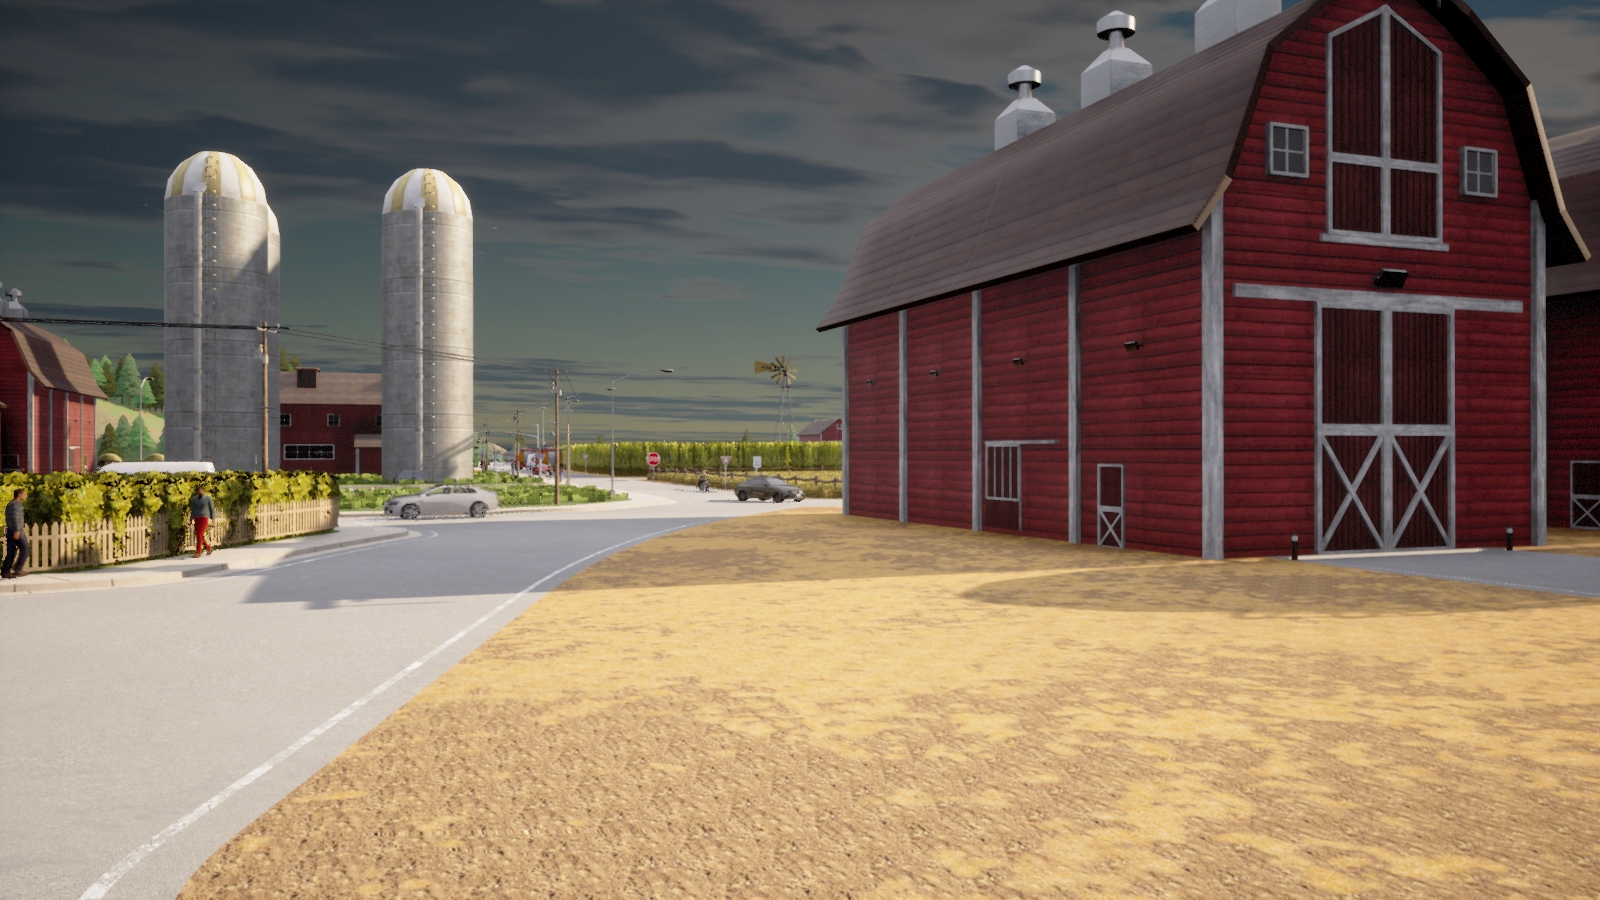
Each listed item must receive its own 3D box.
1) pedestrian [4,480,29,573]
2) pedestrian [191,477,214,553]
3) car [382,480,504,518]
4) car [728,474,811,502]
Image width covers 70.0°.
[{"bbox_3d":[-15.811,1.533,23.066,0.375,1.860,0.375,0,0,-40],"label":"pedestrian"},{"bbox_3d":[-14.866,1.602,28.416,0.375,1.860,0.375,0,0,3],"label":"pedestrian"},{"bbox_3d":[-15.715,2.118,50.323,4.902,1.511,2.128,0,0,-25],"label":"car"},{"bbox_3d":[-1.805,2.143,65.943,4.674,1.442,2.002,0,0,42],"label":"car"}]
